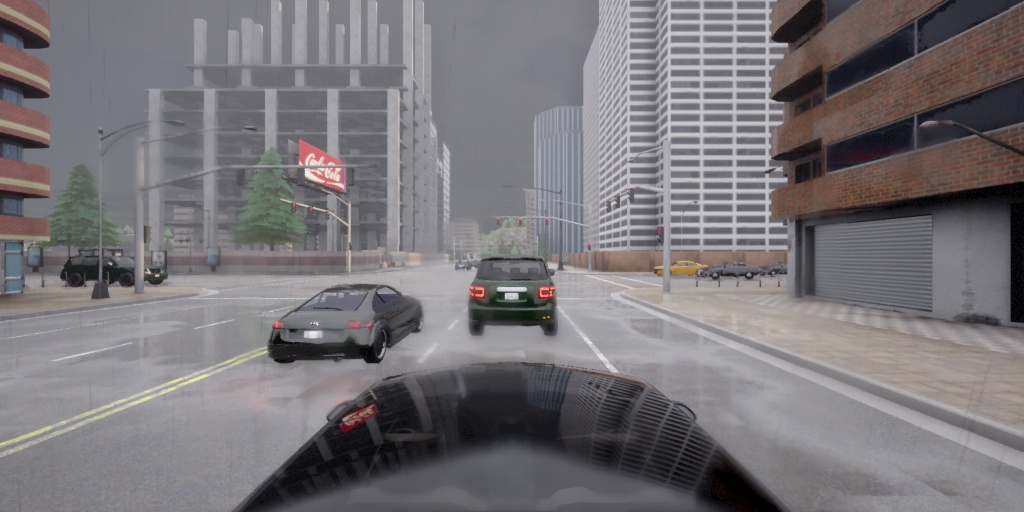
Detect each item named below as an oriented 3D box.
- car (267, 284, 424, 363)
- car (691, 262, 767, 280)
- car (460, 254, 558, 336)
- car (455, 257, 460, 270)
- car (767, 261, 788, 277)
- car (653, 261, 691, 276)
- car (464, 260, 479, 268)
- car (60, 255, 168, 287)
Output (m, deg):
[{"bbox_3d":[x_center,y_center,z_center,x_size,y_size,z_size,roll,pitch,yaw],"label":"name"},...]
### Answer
[{"bbox_3d":[-3.378,1.314,8.137,1.994,1.385,4.181,0,0,0],"label":"car"},{"bbox_3d":[18.770,1.241,31.234,4.902,1.511,2.128,0,0,0],"label":"car"},{"bbox_3d":[0.098,0.971,10.525,2.150,2.045,5.566,0,0,2],"label":"car"},{"bbox_3d":[-6.841,1.241,50.673,2.128,1.511,4.902,0,0,0],"label":"car"},{"bbox_3d":[26.228,1.241,34.726,4.902,1.511,2.128,0,0,0],"label":"car"},{"bbox_3d":[16.292,1.228,34.735,5.008,1.535,1.882,0,0,0],"label":"car"},{"bbox_3d":[-6.775,1.314,59.783,1.994,1.385,4.181,0,0,1],"label":"car"},{"bbox_3d":[-26.558,0.971,24.034,5.566,2.045,2.150,0,0,0],"label":"car"}]
